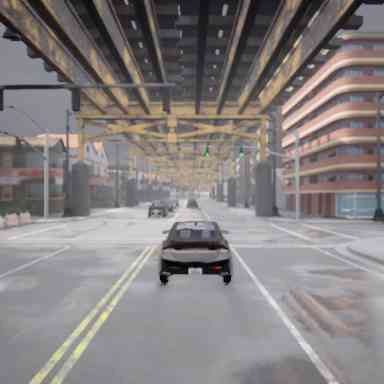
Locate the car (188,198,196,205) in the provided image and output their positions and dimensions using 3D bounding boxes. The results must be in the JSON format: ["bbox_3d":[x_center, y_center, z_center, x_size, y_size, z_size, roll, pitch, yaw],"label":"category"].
[{"bbox_3d":[-0.021,2.152,76.262,1.837,1.490,4.892,0,0,0],"label":"car"}]

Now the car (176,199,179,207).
[{"bbox_3d":[-3.599,2.093,54.824,1.812,1.442,4.674,0,0,0],"label":"car"}]

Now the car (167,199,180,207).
[{"bbox_3d":[-3.539,2.119,64.933,2.128,1.511,4.902,0,0,0],"label":"car"}]

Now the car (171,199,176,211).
[{"bbox_3d":[-3.606,1.824,44.941,2.097,1.767,4.553,0,-1,0],"label":"car"}]

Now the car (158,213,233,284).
[{"bbox_3d":[0.112,1.596,9.910,2.128,1.511,4.902,0,-1,1],"label":"car"}]

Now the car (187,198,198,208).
[{"bbox_3d":[0.081,2.128,60.061,1.812,1.442,4.674,0,0,0],"label":"car"}]

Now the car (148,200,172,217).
[{"bbox_3d":[-3.607,1.869,35.777,2.128,1.511,4.902,0,-1,0],"label":"car"}]
